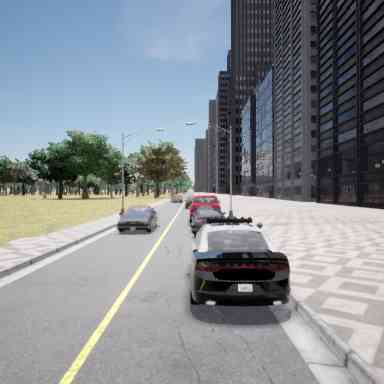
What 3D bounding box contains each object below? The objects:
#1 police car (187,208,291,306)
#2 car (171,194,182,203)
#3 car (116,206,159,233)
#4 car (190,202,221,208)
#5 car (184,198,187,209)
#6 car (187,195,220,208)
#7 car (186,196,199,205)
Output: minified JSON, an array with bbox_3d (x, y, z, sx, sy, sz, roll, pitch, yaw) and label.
[{"bbox_3d":[0.906,1.425,8.236,1.930,1.638,5.238,0,0,0],"label":"police car"},{"bbox_3d":[-2.963,1.265,64.888,2.097,1.767,4.553,0,0,0],"label":"car"},{"bbox_3d":[-3.085,1.541,19.913,2.033,1.411,5.357,0,0,0],"label":"car"},{"bbox_3d":[0.912,1.521,18.127,1.812,1.442,4.674,0,0,0],"label":"car"},{"bbox_3d":[0.050,1.461,44.995,1.837,1.490,4.892,0,0,1],"label":"car"},{"bbox_3d":[0.913,1.213,24.157,2.150,2.045,5.566,0,0,0],"label":"car"},{"bbox_3d":[0.033,1.422,58.034,2.128,1.511,4.902,0,0,0],"label":"car"}]
